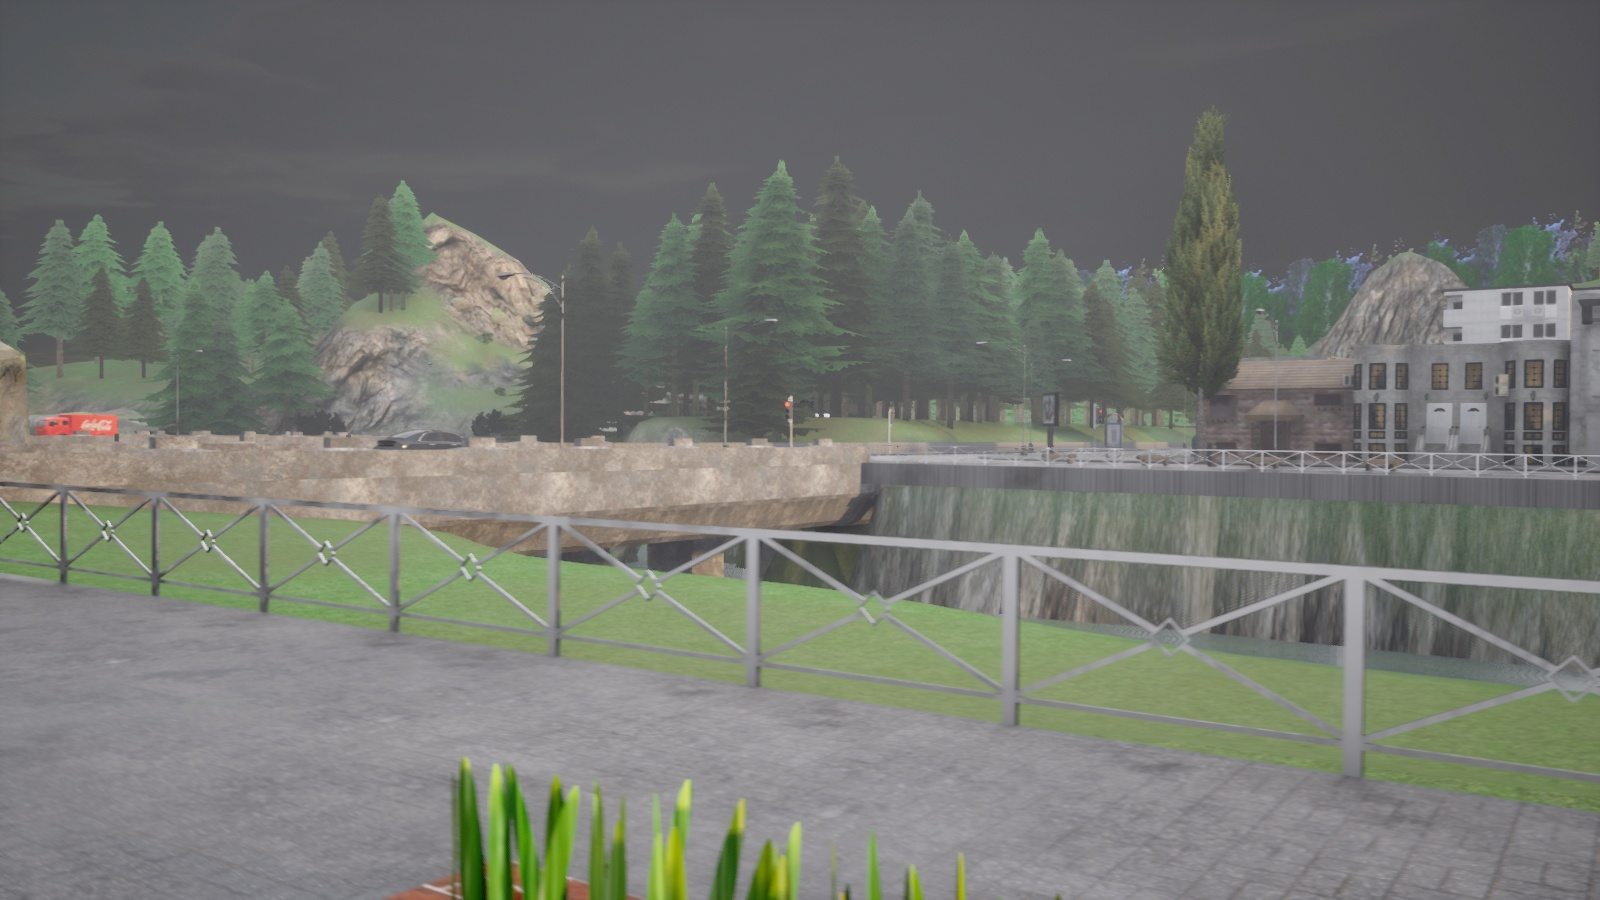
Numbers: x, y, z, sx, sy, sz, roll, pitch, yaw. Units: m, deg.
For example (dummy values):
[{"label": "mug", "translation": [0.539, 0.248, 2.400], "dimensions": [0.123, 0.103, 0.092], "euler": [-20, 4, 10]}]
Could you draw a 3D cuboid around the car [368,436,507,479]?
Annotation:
[{"label": "car", "translation": [-13.476, 0.235, 46.963], "dimensions": [1.837, 1.490, 4.892], "euler": [0, 1, 34]}]
